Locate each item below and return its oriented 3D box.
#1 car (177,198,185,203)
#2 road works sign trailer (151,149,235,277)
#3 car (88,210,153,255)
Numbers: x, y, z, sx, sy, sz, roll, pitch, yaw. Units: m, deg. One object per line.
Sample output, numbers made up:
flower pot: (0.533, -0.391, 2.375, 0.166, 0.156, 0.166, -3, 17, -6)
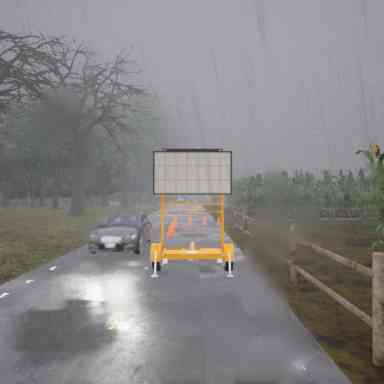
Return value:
car: (-2.608, 2.157, 78.049, 1.882, 1.535, 5.008, 0, -1, 0)
road works sign trailer: (0.018, 0.478, 10.263, 2.380, 3.560, 2.880, 0, 0, 0)
car: (-2.724, 1.515, 13.539, 2.128, 1.511, 4.902, 0, 0, 0)
